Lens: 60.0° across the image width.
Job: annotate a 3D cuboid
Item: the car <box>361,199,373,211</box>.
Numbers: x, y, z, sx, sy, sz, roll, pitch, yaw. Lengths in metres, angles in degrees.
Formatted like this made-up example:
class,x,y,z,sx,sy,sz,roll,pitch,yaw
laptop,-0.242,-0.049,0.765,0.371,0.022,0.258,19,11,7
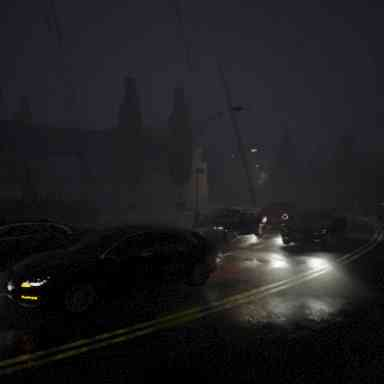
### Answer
class,x,y,z,sx,sy,sz,roll,pitch,yaw
car,21.526,1.518,38.724,2.128,1.511,4.902,0,0,3

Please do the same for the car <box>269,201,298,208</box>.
class,x,y,z,sx,sy,sz,roll,pitch,yaw
car,5.438,1.372,20.363,2.097,1.767,4.553,0,0,31

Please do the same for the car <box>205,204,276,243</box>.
class,x,y,z,sx,sy,sz,roll,pitch,yaw
car,1.893,1.511,15.955,2.128,1.511,4.902,0,0,38

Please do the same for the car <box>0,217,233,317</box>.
class,x,y,z,sx,sy,sz,roll,pitch,yaw
car,-1.479,1.518,7.665,4.892,1.490,1.837,0,0,-40

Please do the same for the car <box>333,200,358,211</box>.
class,x,y,z,sx,sy,sz,roll,pitch,yaw
car,18.104,1.633,40.298,1.895,1.301,4.718,0,0,2

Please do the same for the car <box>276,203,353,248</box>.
class,x,y,z,sx,sy,sz,roll,pitch,yaw
car,5.711,1.491,15.155,1.882,1.535,5.008,0,0,36

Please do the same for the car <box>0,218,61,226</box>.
class,x,y,z,sx,sy,sz,roll,pitch,yaw
car,-5.053,1.510,9.252,4.902,1.511,2.128,0,0,-38

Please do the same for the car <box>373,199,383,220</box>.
class,x,y,z,sx,sy,sz,roll,pitch,yaw
car,15.385,1.522,25.191,1.837,1.490,4.892,0,0,19
